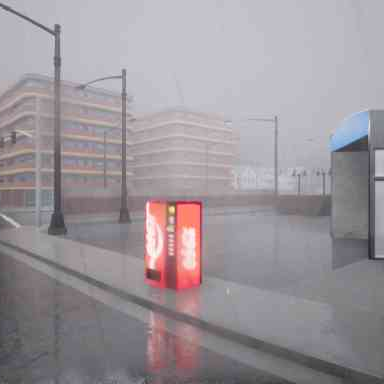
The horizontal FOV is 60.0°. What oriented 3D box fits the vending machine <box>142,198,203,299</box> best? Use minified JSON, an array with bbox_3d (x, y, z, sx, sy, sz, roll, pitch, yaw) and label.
[{"bbox_3d":[-0.439,1.195,7.684,1.100,2.100,0.880,0,0,-44],"label":"vending machine"}]
